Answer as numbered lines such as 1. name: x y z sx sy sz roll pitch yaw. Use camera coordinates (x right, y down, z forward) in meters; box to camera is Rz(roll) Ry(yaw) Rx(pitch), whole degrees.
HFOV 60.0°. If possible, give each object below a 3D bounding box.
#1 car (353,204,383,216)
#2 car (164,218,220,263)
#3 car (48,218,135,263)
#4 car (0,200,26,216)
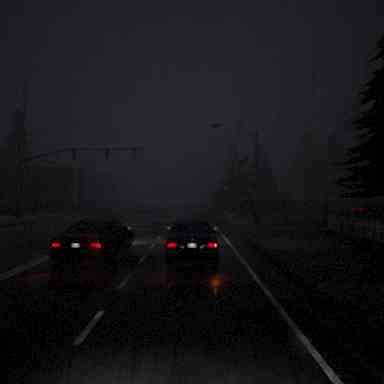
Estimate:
1. car: 20.151 1.926 35.900 4.718 1.301 1.895 0 -1 0
2. car: 0.006 1.680 12.512 2.033 1.411 5.357 0 -1 0
3. car: -3.495 1.680 12.511 2.033 1.411 5.357 0 -1 0
4. car: -21.056 1.687 37.072 4.553 1.767 2.097 0 -1 -4
